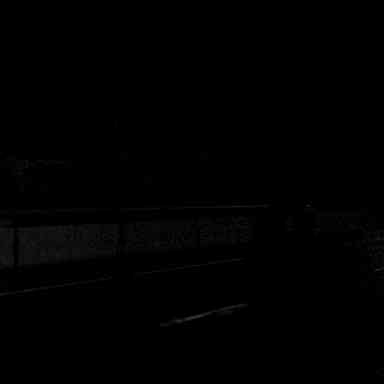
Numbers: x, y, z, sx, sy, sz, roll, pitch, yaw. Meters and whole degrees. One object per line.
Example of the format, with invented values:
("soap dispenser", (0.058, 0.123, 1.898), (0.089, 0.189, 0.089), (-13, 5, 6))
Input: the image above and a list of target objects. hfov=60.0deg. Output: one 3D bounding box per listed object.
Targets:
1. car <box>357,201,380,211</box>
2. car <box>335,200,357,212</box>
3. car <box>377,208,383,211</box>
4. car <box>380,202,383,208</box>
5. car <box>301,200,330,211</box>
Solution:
("car", (23.196, 1.980, 41.978), (4.181, 1.385, 1.994), (1, 0, -35))
("car", (21.254, 1.894, 44.894), (5.008, 1.535, 1.882), (1, 0, -35))
("car", (11.390, 1.670, 16.165), (4.902, 1.511, 2.128), (1, 0, -35))
("car", (24.013, 1.927, 38.280), (4.674, 1.442, 1.812), (1, 0, -35))
("car", (17.190, 1.896, 46.315), (4.892, 1.490, 1.837), (0, 0, -35))
